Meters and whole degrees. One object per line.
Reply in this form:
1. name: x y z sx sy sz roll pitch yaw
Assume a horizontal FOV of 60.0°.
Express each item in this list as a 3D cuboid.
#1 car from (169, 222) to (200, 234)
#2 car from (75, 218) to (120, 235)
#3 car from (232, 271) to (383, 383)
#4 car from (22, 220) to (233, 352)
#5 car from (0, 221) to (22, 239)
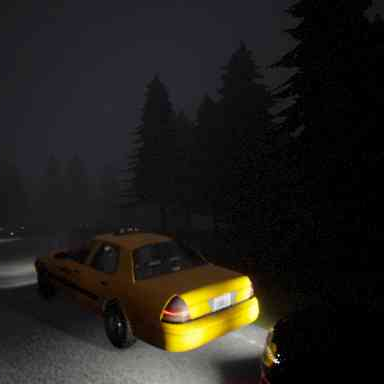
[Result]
1. car: -0.953 5.190 47.763 1.882 1.535 5.008 -5 -8 34
2. car: -8.924 3.385 32.119 2.033 1.411 5.357 -3 -8 10
3. car: 2.917 1.519 2.413 4.892 1.490 1.837 1 1 36
4. car: -1.340 1.397 6.234 1.801 1.575 5.366 -1 1 -43
5. car: -12.637 2.843 25.597 1.895 1.301 4.718 -3 -6 0
